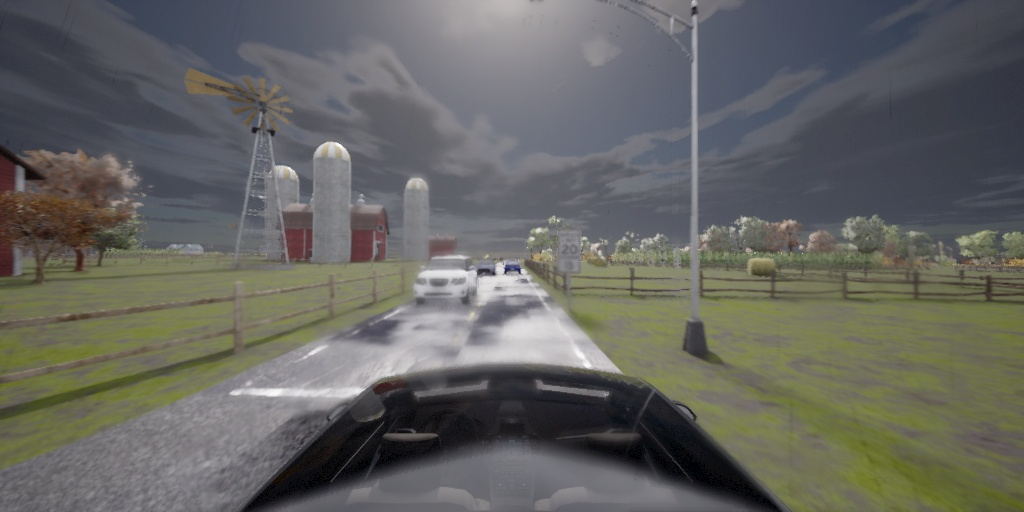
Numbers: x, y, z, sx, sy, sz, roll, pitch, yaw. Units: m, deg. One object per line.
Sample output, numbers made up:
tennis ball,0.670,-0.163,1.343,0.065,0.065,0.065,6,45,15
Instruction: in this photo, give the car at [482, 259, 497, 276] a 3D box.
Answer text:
car,-2.731,1.125,37.546,2.097,1.767,4.553,0,0,1

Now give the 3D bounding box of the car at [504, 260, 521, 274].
car,0.070,1.252,41.257,1.882,1.535,5.008,0,0,0

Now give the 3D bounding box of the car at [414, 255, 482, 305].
car,-2.816,0.983,16.495,2.150,2.045,5.566,0,0,0
